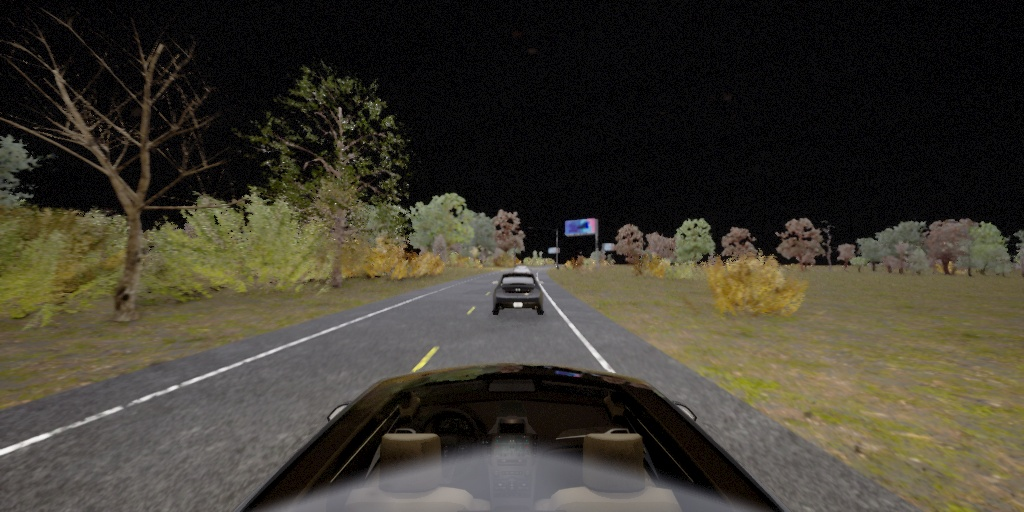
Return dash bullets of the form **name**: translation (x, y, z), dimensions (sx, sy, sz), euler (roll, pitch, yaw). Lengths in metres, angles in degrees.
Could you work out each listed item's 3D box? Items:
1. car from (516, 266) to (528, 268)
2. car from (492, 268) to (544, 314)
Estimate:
- **car**: translation (1.045, 1.776, 36.991), dimensions (1.812, 1.442, 4.674), euler (0, -1, 3)
- **car**: translation (0.250, 1.436, 14.698), dimensions (1.837, 1.490, 4.892), euler (0, 0, 1)
